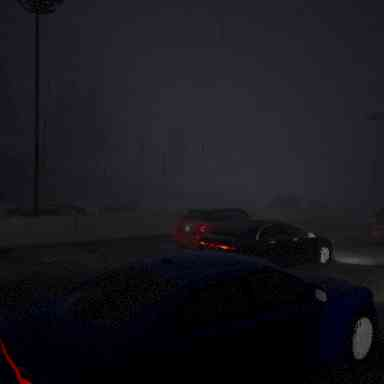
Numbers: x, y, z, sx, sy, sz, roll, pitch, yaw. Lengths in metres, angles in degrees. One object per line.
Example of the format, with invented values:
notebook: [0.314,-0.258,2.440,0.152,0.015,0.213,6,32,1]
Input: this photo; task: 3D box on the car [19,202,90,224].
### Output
car: [-10.902,1.597,26.548,4.892,1.490,1.837,1,0,-38]

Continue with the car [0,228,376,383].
car: [0.386,1.496,4.143,5.008,1.535,1.882,0,0,-36]

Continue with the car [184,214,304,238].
car: [2.341,1.550,10.019,4.892,1.490,1.837,0,0,-38]

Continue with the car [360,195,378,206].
car: [33.417,1.537,62.704,2.150,2.045,5.566,0,0,35]

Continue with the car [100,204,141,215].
car: [-7.394,1.618,33.851,4.902,1.511,2.128,0,0,-40]

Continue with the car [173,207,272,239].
car: [1.502,1.411,13.818,4.553,1.767,2.097,0,0,-38]

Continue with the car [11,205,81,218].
car: [-9.114,1.541,19.097,5.008,1.535,1.882,0,0,-37]

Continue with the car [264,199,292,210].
car: [12.416,1.723,47.959,1.837,1.490,4.892,0,-1,43]

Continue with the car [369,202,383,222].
car: [16.231,1.627,26.622,4.902,1.511,2.128,0,0,-44]
